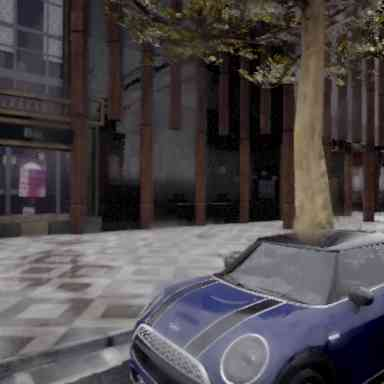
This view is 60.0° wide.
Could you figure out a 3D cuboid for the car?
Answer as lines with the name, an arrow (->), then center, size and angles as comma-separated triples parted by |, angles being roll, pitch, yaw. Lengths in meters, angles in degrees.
car -> 1.501, 1.368, 4.434 | 4.553, 1.767, 2.097 | 0, 0, -35
